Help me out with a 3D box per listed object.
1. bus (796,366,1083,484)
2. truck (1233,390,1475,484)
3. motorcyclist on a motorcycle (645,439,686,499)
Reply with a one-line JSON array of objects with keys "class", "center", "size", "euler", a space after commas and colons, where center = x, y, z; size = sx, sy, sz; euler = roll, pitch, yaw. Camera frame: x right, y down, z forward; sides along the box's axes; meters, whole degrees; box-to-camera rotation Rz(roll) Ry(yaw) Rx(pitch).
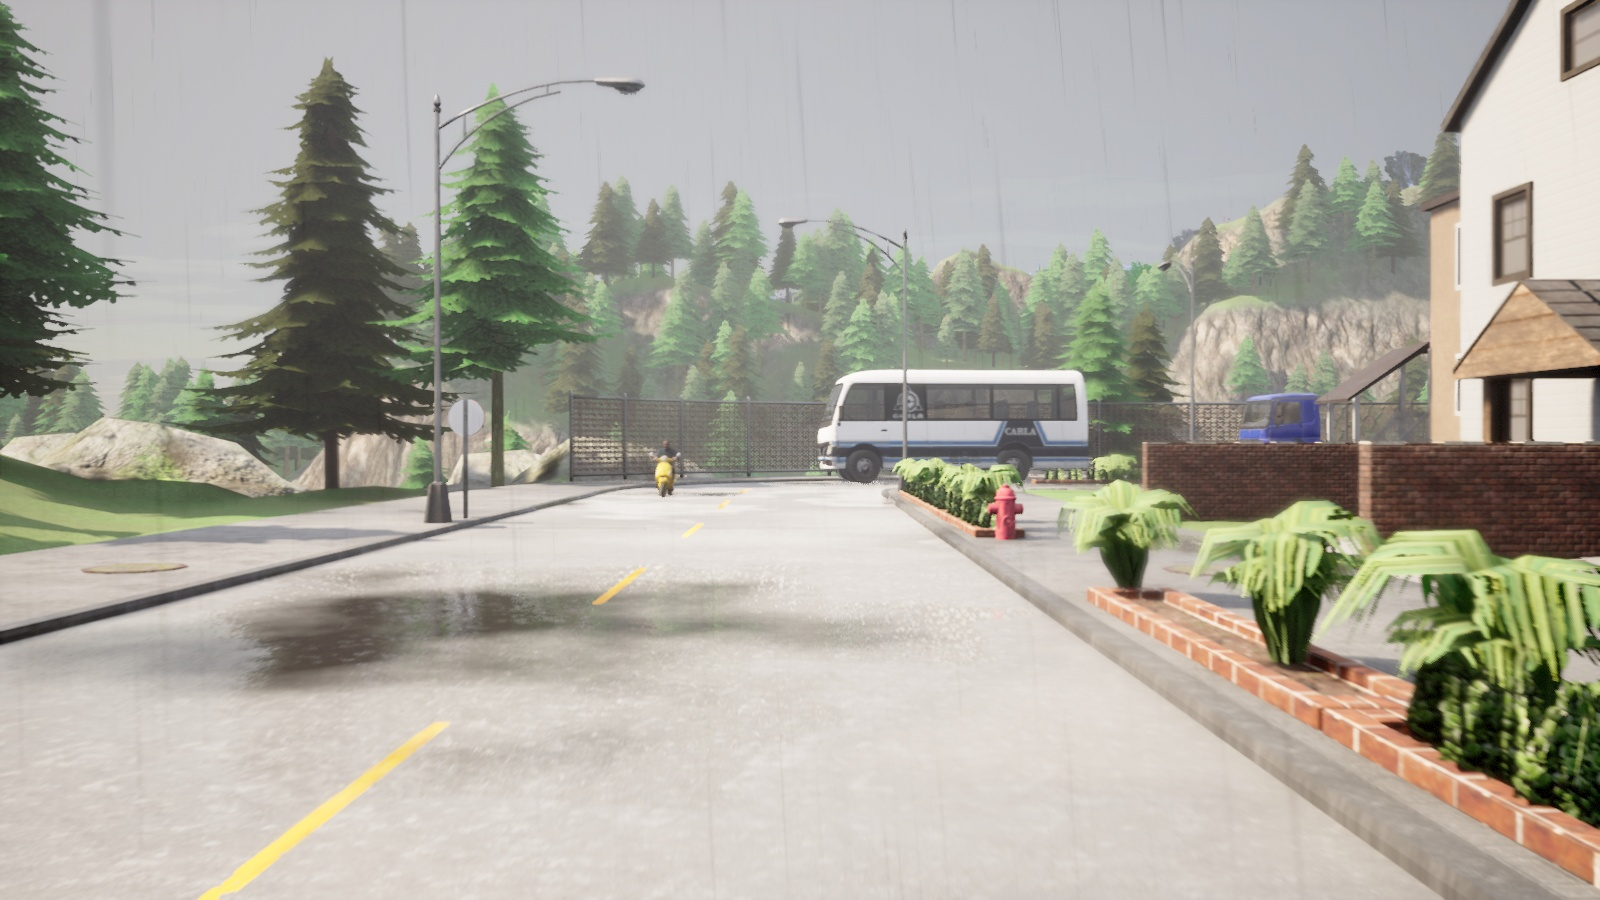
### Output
[{"class": "bus", "center": [5.132, -0.894, 47.708], "size": [10.273, 4.253, 3.944], "euler": [0, 0, -5]}, {"class": "truck", "center": [21.045, -0.489, 48.027], "size": [7.936, 3.462, 2.891], "euler": [0, 0, 0]}, {"class": "motorcyclist on a motorcycle", "center": [-3.709, 0.502, 34.645], "size": [0.866, 1.590, 1.817], "euler": [0, 0, 2]}]
